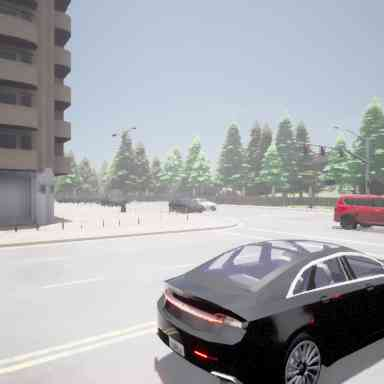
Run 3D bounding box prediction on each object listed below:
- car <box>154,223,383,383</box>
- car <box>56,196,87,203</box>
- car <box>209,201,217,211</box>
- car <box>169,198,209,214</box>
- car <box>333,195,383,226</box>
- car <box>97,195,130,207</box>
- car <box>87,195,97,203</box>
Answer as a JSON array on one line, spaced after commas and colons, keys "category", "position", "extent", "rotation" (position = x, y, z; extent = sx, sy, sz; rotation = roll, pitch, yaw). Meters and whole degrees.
[{"category": "car", "position": [1.810, 1.492, 5.077], "extent": [4.902, 1.511, 2.128], "rotation": [0, 0, -35]}, {"category": "car", "position": [-24.057, 1.492, 65.558], "extent": [5.357, 1.411, 2.033], "rotation": [0, 0, 15]}, {"category": "car", "position": [0.995, 1.470, 38.912], "extent": [1.812, 1.442, 4.674], "rotation": [0, 0, -35]}, {"category": "car", "position": [-0.682, 1.447, 35.203], "extent": [1.837, 1.490, 4.892], "rotation": [0, 1, -35]}, {"category": "car", "position": [10.777, 1.201, 18.649], "extent": [2.150, 2.045, 5.566], "rotation": [0, 0, -35]}, {"category": "car", "position": [-11.895, 1.449, 50.188], "extent": [4.892, 1.490, 1.837], "rotation": [0, -1, 44]}, {"category": "car", "position": [-20.007, 1.447, 67.747], "extent": [4.902, 1.511, 2.128], "rotation": [0, 0, 18]}]
